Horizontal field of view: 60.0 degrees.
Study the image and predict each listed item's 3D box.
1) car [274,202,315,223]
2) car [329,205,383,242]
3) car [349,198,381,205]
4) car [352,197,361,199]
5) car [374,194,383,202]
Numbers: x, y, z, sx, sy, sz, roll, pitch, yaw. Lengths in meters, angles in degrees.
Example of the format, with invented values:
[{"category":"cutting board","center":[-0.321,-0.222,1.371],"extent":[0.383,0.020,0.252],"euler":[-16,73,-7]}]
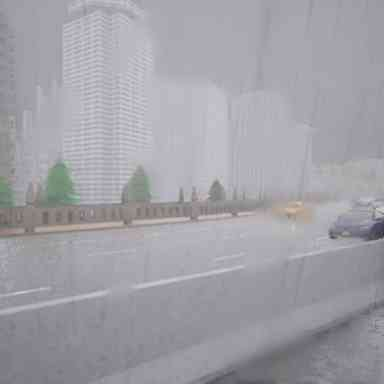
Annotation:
[{"category":"car","center":[8.343,1.562,26.847],"extent":[1.882,1.535,5.008],"euler":[0,0,39]},{"category":"car","center":[8.390,1.571,16.363],"extent":[1.812,1.442,4.674],"euler":[0,0,44]},{"category":"car","center":[17.074,1.637,32.895],"extent":[2.033,1.411,5.357],"euler":[0,0,33]},{"category":"car","center":[30.113,1.651,60.852],"extent":[1.837,1.490,4.892],"euler":[0,0,31]},{"category":"car","center":[38.285,1.287,67.597],"extent":[2.097,1.767,4.553],"euler":[0,0,31]}]
